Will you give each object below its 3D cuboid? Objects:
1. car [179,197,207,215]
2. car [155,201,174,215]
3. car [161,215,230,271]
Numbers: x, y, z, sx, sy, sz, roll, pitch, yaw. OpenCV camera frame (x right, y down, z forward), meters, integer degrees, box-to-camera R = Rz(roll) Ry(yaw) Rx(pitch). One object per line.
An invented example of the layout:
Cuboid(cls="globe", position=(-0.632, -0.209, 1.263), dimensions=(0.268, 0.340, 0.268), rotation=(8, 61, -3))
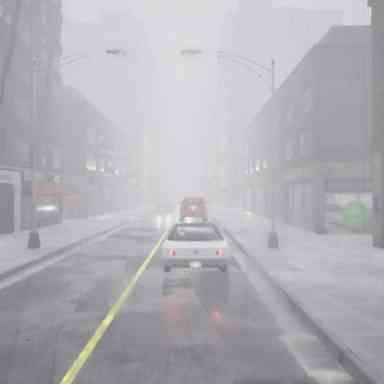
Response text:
Cuboid(cls="car", position=(0.096, 1.396, 28.010), dimensions=(2.150, 2.045, 5.566), rotation=(0, 0, 0))
Cuboid(cls="car", position=(-3.080, 1.733, 37.912), dimensions=(2.128, 1.511, 4.902), rotation=(0, 0, 0))
Cuboid(cls="car", position=(0.099, 1.668, 11.116), dimensions=(1.895, 1.301, 4.718), rotation=(0, 0, 0))
